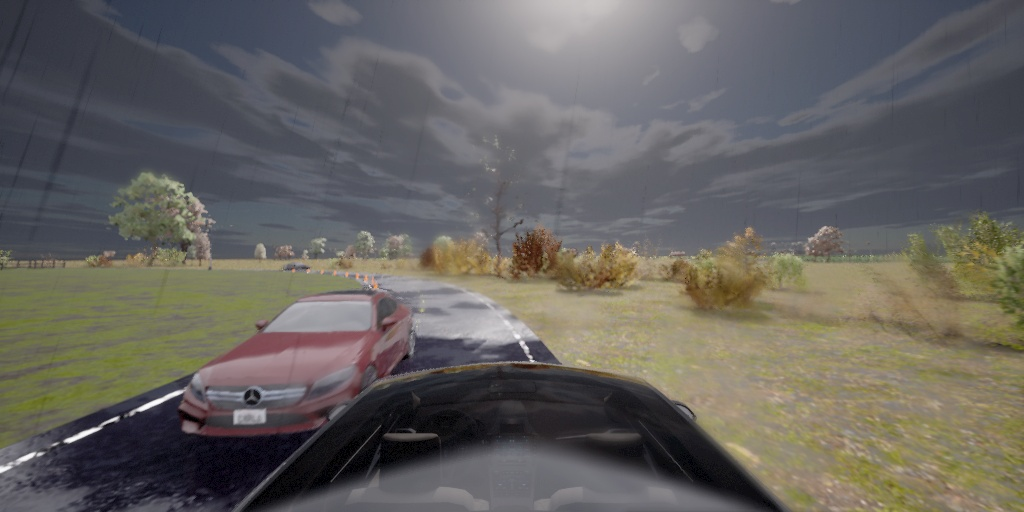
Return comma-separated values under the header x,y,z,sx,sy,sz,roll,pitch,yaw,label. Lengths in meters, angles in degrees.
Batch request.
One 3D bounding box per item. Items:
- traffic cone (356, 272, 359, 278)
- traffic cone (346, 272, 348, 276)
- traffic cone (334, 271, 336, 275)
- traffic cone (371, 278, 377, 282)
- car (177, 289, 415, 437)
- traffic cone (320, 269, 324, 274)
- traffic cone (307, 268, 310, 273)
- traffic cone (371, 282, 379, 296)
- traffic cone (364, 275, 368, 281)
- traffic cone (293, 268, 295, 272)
x,y,z,sx,sy,sz,roll,pitch,yaw,label
-15.765,1.977,36.530,0.340,0.580,0.340,0,0,-34,traffic cone
-18.616,1.999,40.412,0.340,0.580,0.340,0,0,-38,traffic cone
-21.745,2.020,44.075,0.340,0.580,0.340,0,0,-43,traffic cone
-9.020,1.891,23.777,0.340,0.580,0.340,0,0,-22,traffic cone
-2.762,1.314,5.778,1.812,1.442,4.674,0,-1,-6,car
-25.135,2.042,47.499,0.340,0.580,0.340,0,0,43,traffic cone
-28.766,2.062,50.664,0.340,0.580,0.340,0,0,39,traffic cone
-7.416,1.856,19.234,0.340,0.580,0.340,0,0,-17,traffic cone
-13.206,1.952,32.448,0.340,0.580,0.340,0,0,-30,traffic cone
-32.620,2.081,53.556,0.340,0.580,0.340,0,0,35,traffic cone
